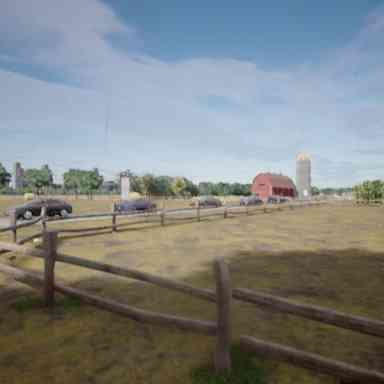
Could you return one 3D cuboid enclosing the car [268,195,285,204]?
[{"bbox_3d":[14.423,1.306,56.769,1.837,1.490,4.892,-1,-1,35],"label":"car"}]

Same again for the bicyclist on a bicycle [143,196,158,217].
[{"bbox_3d":[-3.299,1.158,26.389,1.656,1.620,0.582,1,0,35],"label":"bicyclist on a bicycle"}]

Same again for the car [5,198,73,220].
[{"bbox_3d":[-11.480,1.254,25.192,1.837,1.490,4.892,-1,-1,35],"label":"car"}]

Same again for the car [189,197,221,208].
[{"bbox_3d":[1.768,1.327,43.843,2.033,1.411,5.357,-1,-1,35],"label":"car"}]

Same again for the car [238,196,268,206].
[{"bbox_3d":[8.725,1.301,48.650,2.033,1.411,5.357,-1,-1,36],"label":"car"}]

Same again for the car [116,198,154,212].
[{"bbox_3d":[-5.745,1.326,33.272,1.994,1.385,4.181,-1,-1,35],"label":"car"}]
